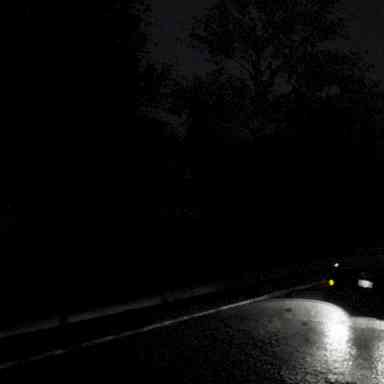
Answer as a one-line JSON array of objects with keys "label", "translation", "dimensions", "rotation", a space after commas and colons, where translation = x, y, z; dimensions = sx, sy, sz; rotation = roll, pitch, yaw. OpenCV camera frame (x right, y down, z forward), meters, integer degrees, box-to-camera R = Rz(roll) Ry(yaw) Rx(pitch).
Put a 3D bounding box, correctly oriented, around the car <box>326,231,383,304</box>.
[{"label": "car", "translation": [4.935, 1.574, 7.511], "dimensions": [4.181, 1.385, 1.994], "rotation": [0, 0, -35]}]
